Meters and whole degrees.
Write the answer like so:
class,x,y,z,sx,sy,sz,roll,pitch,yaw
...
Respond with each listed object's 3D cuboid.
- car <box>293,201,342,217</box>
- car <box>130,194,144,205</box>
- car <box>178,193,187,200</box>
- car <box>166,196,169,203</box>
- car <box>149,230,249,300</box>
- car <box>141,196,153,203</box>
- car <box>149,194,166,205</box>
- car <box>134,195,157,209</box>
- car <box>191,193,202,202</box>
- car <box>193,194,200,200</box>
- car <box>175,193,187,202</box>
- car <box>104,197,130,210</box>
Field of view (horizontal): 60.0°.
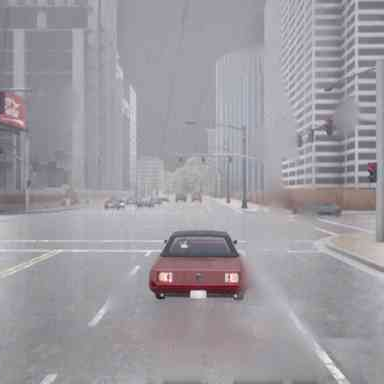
class,x,y,z,sx,sy,sz,roll,pitch,yaw
car,11.451,1.561,30.515,4.181,1.385,1.994,0,0,1
car,-9.808,1.485,55.556,2.128,1.511,4.902,0,0,1
car,-2.319,1.177,84.106,2.097,1.767,4.553,0,0,1
car,-6.005,1.589,71.077,1.895,1.301,4.718,0,0,1
car,0.214,1.600,8.344,1.895,1.301,4.718,0,0,2
car,-9.518,1.518,70.221,1.812,1.442,4.674,0,0,1
car,-6.281,1.483,57.100,2.128,1.511,4.902,0,0,1
car,-6.442,1.521,46.712,1.812,1.442,4.674,0,0,1
car,1.029,1.209,73.416,2.150,2.045,5.566,0,0,1
car,1.181,1.346,84.086,1.812,1.442,4.674,0,0,1
car,-2.471,1.209,73.466,2.150,2.045,5.566,0,0,1
car,-9.995,1.487,43.275,2.128,1.511,4.902,0,0,1
